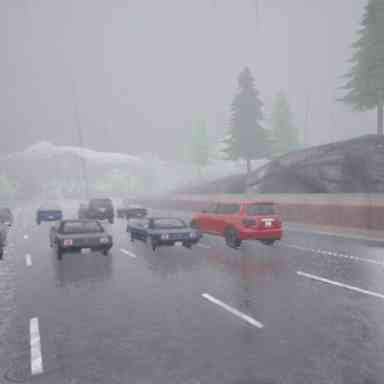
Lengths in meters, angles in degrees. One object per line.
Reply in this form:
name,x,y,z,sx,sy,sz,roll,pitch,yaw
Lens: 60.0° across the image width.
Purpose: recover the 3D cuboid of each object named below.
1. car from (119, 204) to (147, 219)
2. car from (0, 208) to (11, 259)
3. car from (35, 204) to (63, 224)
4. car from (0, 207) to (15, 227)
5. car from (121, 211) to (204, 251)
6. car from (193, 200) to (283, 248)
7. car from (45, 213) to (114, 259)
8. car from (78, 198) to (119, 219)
car,-5.654,1.811,30.869,1.882,1.535,5.008,0,0,-26
car,-8.197,1.611,12.736,1.882,1.535,5.008,0,0,-27
car,-11.886,1.771,27.680,1.882,1.535,5.008,0,0,-26
car,-14.242,1.804,24.538,2.033,1.411,5.357,0,-1,-27
car,-1.516,1.766,15.022,1.895,1.301,4.718,0,-1,-27
car,1.907,1.403,16.008,2.150,2.045,5.566,0,0,-27
car,-4.632,1.745,13.428,1.895,1.301,4.718,0,-1,-27
car,-8.037,1.523,27.783,2.150,2.045,5.566,0,0,-27
